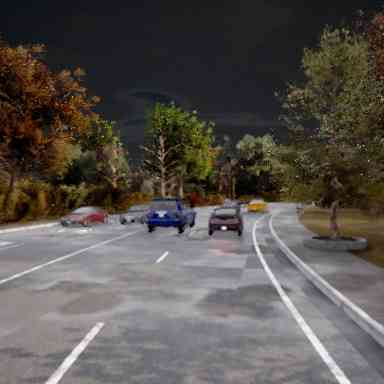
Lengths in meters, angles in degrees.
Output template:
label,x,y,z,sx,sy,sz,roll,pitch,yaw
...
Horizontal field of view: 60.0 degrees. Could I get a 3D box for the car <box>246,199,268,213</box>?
label,x,y,z,sx,sy,sz,roll,pitch,yaw
car,8.069,1.732,40.649,1.882,1.535,5.008,-1,-1,21

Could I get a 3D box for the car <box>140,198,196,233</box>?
label,x,y,z,sx,sy,sz,roll,pitch,yaw
car,-1.198,1.398,21.115,2.150,2.045,5.566,-1,0,11

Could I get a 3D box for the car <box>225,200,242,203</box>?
label,x,y,z,sx,sy,sz,roll,pitch,yaw
car,4.789,1.894,41.786,1.994,1.385,4.181,-1,-1,21

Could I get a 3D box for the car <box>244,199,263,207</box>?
label,x,y,z,sx,sy,sz,roll,pitch,yaw
car,11.846,2.101,63.893,1.994,1.385,4.181,-2,-1,32

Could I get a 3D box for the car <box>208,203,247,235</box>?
label,x,y,z,sx,sy,sz,roll,pitch,yaw
car,2.100,1.644,19.731,1.837,1.490,4.892,-1,0,10

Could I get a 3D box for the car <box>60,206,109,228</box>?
label,x,y,z,sx,sy,sz,roll,pitch,yaw
car,-7.814,1.794,24.713,1.812,1.442,4.674,-1,-1,12

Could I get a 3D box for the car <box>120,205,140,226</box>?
label,x,y,z,sx,sy,sz,roll,pitch,yaw
car,-3.954,1.743,25.951,2.128,1.511,4.902,-1,-1,13

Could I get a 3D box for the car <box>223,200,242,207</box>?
label,x,y,z,sx,sy,sz,roll,pitch,yaw
car,7.916,2.240,64.148,1.895,1.301,4.718,-2,-1,31
